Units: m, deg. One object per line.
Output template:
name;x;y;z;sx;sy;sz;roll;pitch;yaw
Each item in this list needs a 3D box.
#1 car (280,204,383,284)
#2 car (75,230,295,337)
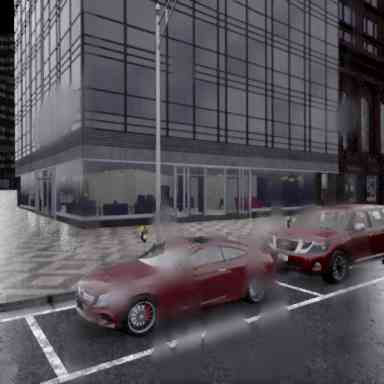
car;4.322;1.313;9.721;5.009;1.841;2.192;0;0;-35
car;-0.099;1.581;6.575;4.206;1.307;1.802;0;0;-35
